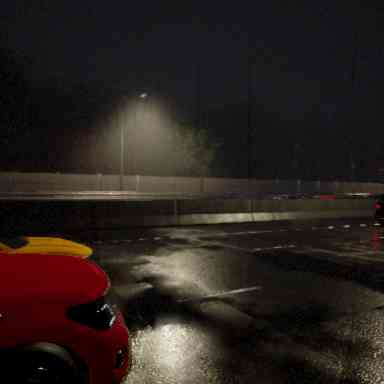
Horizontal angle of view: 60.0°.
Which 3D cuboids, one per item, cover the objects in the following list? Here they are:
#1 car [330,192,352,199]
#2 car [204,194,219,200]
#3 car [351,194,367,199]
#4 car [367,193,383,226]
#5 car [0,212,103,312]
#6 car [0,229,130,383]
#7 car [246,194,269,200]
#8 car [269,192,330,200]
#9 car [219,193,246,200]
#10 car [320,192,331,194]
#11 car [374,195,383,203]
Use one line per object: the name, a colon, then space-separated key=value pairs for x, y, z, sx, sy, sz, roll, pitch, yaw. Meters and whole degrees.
car: x=21.274 y=1.019 z=43.887 sx=5.357 sy=1.411 sz=2.033 roll=0 pitch=1 yaw=-28
car: x=4.035 y=0.804 z=38.605 sx=5.357 sy=1.411 sz=2.033 roll=0 pitch=1 yaw=-28
car: x=22.013 y=1.086 z=40.333 sx=4.674 sy=1.442 sz=1.812 roll=0 pitch=1 yaw=-28
car: x=13.262 y=1.049 z=19.643 sx=5.566 sy=2.045 sz=2.150 roll=0 pitch=1 yaw=-28
car: x=-4.389 y=1.257 z=6.123 sx=5.008 sy=1.535 sz=1.882 roll=0 pitch=1 yaw=-29
car: x=-3.352 y=1.098 z=2.683 sx=5.566 sy=2.045 sz=2.150 roll=0 pitch=1 yaw=-29
car: x=8.256 y=0.948 z=32.933 sx=4.902 sy=1.511 sz=2.128 roll=1 pitch=1 yaw=-28
car: x=9.657 y=1.055 z=29.719 sx=4.892 sy=1.490 sz=1.837 roll=1 pitch=1 yaw=-28
car: x=6.021 y=0.903 z=35.701 sx=5.357 sy=1.411 sz=2.033 roll=0 pitch=1 yaw=-28
car: x=17.872 y=0.715 z=46.042 sx=4.553 sy=1.767 sz=2.097 roll=0 pitch=1 yaw=-28
car: x=31.658 y=1.116 z=53.430 sx=4.718 sy=1.301 sz=1.895 roll=0 pitch=1 yaw=-28
